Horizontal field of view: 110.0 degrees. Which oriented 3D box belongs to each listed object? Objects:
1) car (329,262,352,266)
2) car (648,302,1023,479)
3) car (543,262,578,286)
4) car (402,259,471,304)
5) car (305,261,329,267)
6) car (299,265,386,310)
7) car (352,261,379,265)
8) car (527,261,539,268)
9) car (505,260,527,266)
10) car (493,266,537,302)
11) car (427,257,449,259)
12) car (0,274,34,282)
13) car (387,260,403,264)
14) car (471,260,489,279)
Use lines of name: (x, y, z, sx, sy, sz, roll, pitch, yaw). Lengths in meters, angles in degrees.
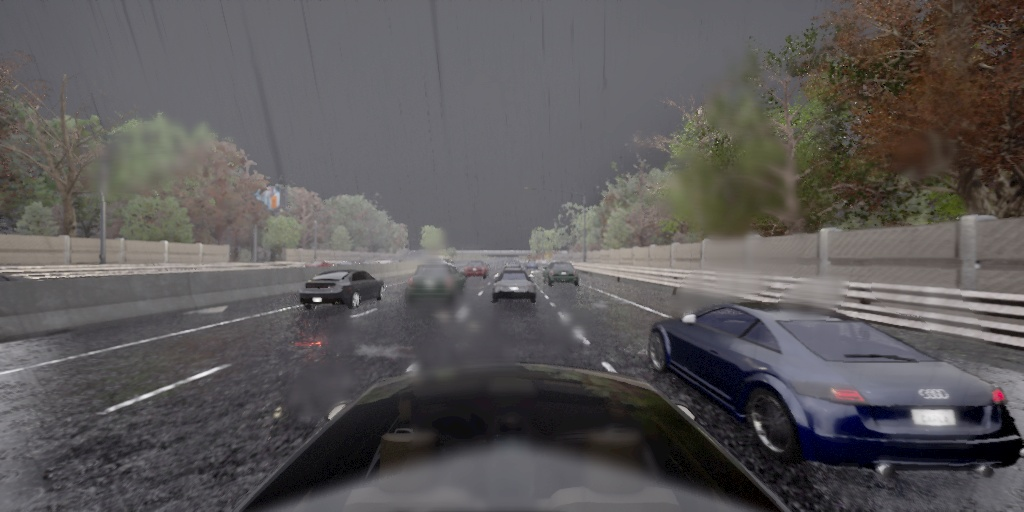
car: (-24.571, 1.543, 53.648, 2.033, 1.411, 5.357, 0, 0, 1)
car: (3.502, 1.325, 4.979, 1.994, 1.385, 4.181, 0, 0, 0)
car: (3.496, 1.213, 26.368, 2.097, 1.767, 4.553, 0, 0, 0)
car: (-3.400, 1.171, 16.996, 2.097, 1.767, 4.553, 0, 0, 0)
car: (-28.070, 1.465, 52.162, 1.882, 1.535, 5.008, 0, 0, 0)
car: (-6.901, 1.315, 15.135, 1.837, 1.490, 4.892, 0, 0, 0)
car: (-21.076, 1.484, 52.852, 2.128, 1.511, 4.902, 0, 0, 0)
car: (3.488, 1.622, 65.064, 1.994, 1.385, 4.181, 0, 0, 0)
car: (0.098, 1.395, 35.084, 2.128, 1.511, 4.902, 0, 0, 0)
car: (0.099, 1.385, 17.496, 1.994, 1.385, 4.181, 0, 0, 0)
car: (-6.909, 1.122, 34.424, 2.150, 2.045, 5.566, 0, 0, 0)
car: (-17.602, 1.297, 11.030, 1.837, 1.490, 4.892, 0, 0, 0)
car: (-17.578, 1.349, 54.038, 2.097, 1.767, 4.553, 0, 0, 0)
car: (-3.406, 1.255, 34.844, 2.097, 1.767, 4.553, 0, 0, 0)
